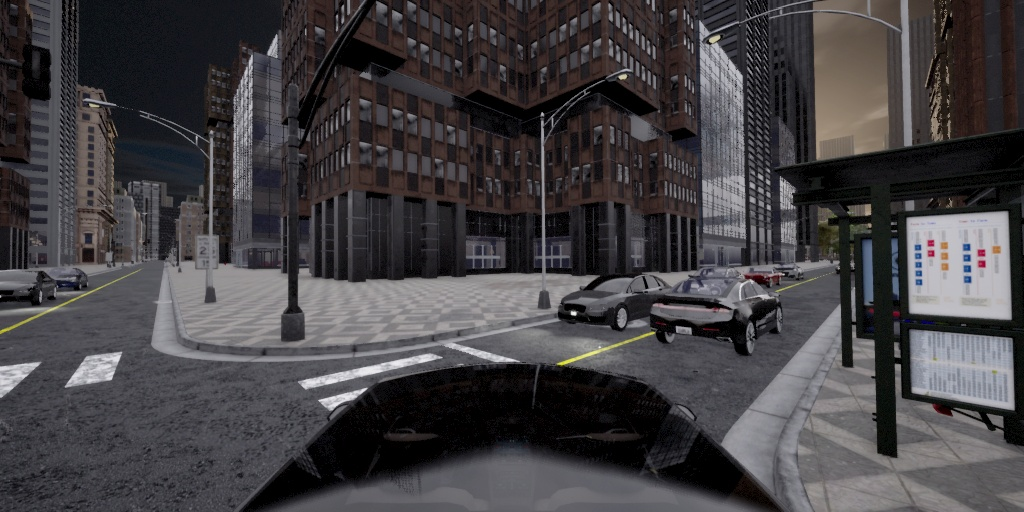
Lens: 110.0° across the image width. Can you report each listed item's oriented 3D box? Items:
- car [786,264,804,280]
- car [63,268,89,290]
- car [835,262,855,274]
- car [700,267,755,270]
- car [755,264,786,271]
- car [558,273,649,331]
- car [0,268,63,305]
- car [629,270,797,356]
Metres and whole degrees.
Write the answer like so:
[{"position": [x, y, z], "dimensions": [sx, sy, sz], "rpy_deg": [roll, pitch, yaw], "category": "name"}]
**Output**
[{"position": [24.170, 1.373, 31.462], "dimensions": [4.181, 1.385, 1.994], "rpy_deg": [0, -1, -44], "category": "car"}, {"position": [-29.624, 1.495, 23.690], "dimensions": [2.033, 1.411, 5.357], "rpy_deg": [0, -1, -44], "category": "car"}, {"position": [37.459, 1.350, 39.944], "dimensions": [4.718, 1.301, 1.895], "rpy_deg": [0, -1, -44], "category": "car"}, {"position": [10.222, 1.305, 18.010], "dimensions": [4.902, 1.511, 2.128], "rpy_deg": [0, -1, -44], "category": "car"}, {"position": [16.932, 1.413, 24.498], "dimensions": [4.718, 1.301, 1.895], "rpy_deg": [0, -1, -44], "category": "car"}, {"position": [3.477, 1.320, 11.436], "dimensions": [4.892, 1.490, 1.837], "rpy_deg": [0, -1, -42], "category": "car"}, {"position": [-22.362, 1.399, 16.171], "dimensions": [1.837, 1.490, 4.892], "rpy_deg": [0, -1, -44], "category": "car"}, {"position": [5.121, 1.251, 8.753], "dimensions": [4.902, 1.511, 2.128], "rpy_deg": [0, -1, -44], "category": "car"}]
